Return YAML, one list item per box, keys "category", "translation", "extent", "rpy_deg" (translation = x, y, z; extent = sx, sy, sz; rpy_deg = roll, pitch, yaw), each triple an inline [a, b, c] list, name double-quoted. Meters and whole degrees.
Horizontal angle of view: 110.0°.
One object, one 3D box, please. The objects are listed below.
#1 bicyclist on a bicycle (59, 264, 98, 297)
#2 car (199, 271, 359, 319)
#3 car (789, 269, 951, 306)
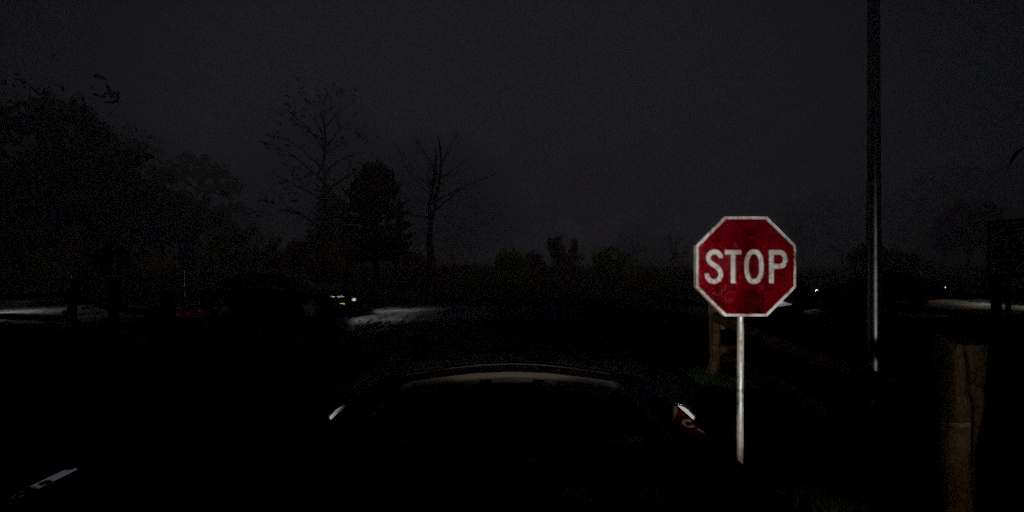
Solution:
- category: "bicyclist on a bicycle"
  translation: [-22.367, 1.241, 18.520]
  extent: [0.582, 1.620, 1.656]
  rpy_deg: [0, 0, 1]
- category: "car"
  translation: [-7.840, 1.266, 12.300]
  extent: [4.892, 1.490, 1.837]
  rpy_deg: [0, 0, 1]
- category: "car"
  translation: [14.615, 1.264, 14.872]
  extent: [5.357, 1.411, 2.033]
  rpy_deg: [0, 0, 1]
